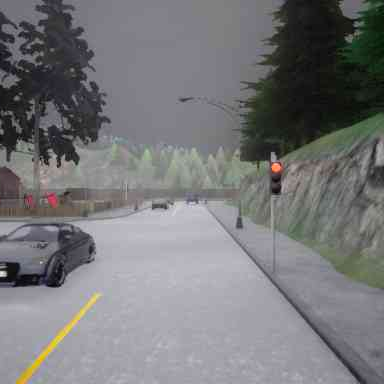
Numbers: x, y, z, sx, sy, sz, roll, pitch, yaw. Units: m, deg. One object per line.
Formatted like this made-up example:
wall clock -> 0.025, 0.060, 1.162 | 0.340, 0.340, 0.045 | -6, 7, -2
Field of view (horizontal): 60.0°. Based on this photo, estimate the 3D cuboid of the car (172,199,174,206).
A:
car -> -4.026, 1.546, 55.414 | 2.033, 1.411, 5.357 | 0, 0, 0

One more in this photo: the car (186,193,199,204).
car -> 0.068, 1.221, 62.571 | 2.150, 2.045, 5.566 | 0, 0, 0

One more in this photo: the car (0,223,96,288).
car -> -4.089, 1.564, 9.108 | 1.994, 1.385, 4.181 | 0, 0, 0

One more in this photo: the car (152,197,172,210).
car -> -4.053, 1.478, 42.940 | 1.882, 1.535, 5.008 | 0, 0, 0
